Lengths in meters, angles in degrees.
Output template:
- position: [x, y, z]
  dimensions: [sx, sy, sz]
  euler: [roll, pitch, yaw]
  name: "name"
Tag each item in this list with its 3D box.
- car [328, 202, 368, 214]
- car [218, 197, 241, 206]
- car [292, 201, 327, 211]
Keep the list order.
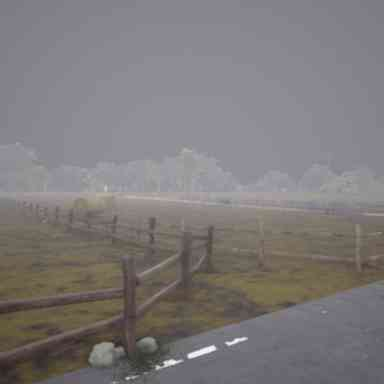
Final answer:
- position: [19.735, 1.999, 41.790]
  dimensions: [1.994, 1.385, 4.181]
  euler: [2, -1, -36]
  name: "car"
- position: [6.724, 1.683, 60.014]
  dimensions: [1.837, 1.490, 4.892]
  euler: [2, -1, -35]
  name: "car"
- position: [17.674, 2.028, 49.739]
  dimensions: [2.033, 1.411, 5.357]
  euler: [2, -1, -35]
  name: "car"
